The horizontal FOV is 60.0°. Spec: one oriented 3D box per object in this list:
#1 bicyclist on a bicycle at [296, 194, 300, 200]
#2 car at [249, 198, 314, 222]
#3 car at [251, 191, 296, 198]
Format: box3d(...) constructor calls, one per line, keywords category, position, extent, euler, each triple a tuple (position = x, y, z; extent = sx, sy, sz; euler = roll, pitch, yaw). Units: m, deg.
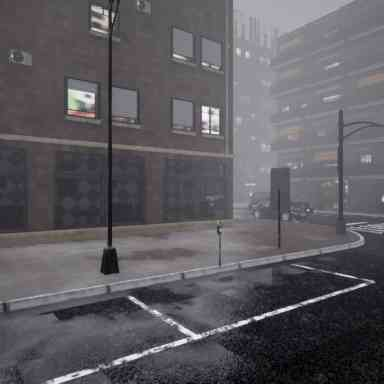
box3d(category="bicyclist on a bicycle", position=(11.485, 1.011, 36.175), extent=(1.656, 1.620, 0.582), euler=(0, 1, -36))
box3d(category="car", position=(6.227, 1.342, 24.159), extent=(2.008, 1.369, 4.403), euler=(1, 0, -36))
box3d(category="car", position=(7.135, 0.988, 27.301), extent=(2.150, 2.045, 5.566), euler=(0, 1, -36))
